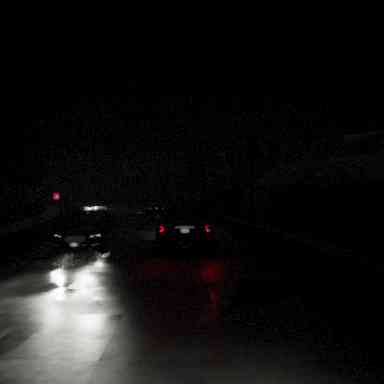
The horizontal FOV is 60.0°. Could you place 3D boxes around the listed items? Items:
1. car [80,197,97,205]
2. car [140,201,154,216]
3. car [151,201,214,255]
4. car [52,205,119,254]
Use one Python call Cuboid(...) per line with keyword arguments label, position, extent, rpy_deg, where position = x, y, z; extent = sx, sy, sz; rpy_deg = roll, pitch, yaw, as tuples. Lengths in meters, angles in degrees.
Cuboid(label="car", position=(-16.368, 1.483, 52.662), extent=(2.128, 1.511, 4.902), rpy_deg=(0, 0, -30))
Cuboid(label="car", position=(-3.892, 1.542, 32.613), extent=(2.033, 1.411, 5.357), rpy_deg=(0, 0, -16))
Cuboid(label="car", position=(-0.424, 1.350, 13.504), extent=(2.097, 1.767, 4.553), rpy_deg=(0, 0, -5))
Cuboid(label="car", position=(-4.132, 1.489, 13.498), extent=(2.128, 1.511, 4.902), rpy_deg=(0, 0, -5))
